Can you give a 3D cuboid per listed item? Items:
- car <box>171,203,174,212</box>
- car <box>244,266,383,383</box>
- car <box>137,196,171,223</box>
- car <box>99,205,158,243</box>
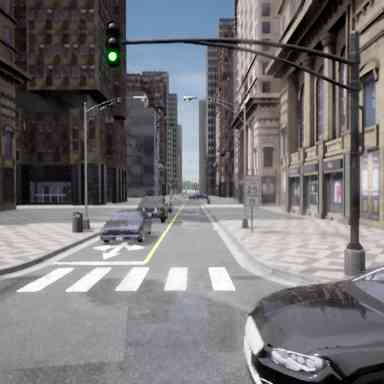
[{"bbox_3d":[-3.137,1.649,37.417,1.812,1.442,4.674,0,0,0],"label":"car"},{"bbox_3d":[3.059,1.481,3.635,4.902,1.511,2.128,0,1,0],"label":"car"},{"bbox_3d":[-3.139,1.321,27.086,2.150,2.045,5.566,0,0,-1],"label":"car"},{"bbox_3d":[-3.128,1.624,16.867,2.033,1.411,5.357,0,0,0],"label":"car"}]
